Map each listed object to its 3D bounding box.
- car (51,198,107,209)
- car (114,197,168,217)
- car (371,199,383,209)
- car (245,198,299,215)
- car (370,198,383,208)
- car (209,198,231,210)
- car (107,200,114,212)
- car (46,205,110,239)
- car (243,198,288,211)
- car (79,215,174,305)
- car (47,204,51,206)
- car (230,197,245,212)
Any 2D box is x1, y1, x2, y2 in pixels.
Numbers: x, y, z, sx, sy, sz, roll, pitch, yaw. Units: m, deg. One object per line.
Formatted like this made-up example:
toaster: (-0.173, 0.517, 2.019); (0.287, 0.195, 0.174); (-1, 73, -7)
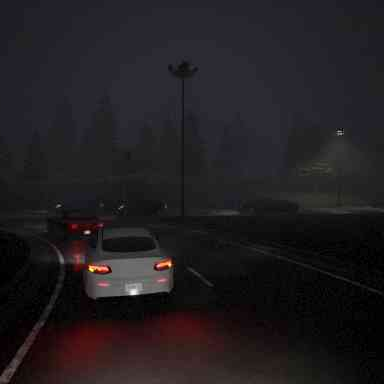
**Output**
car: (-10.879, 1.352, 32.304); (4.553, 1.767, 2.097); (0, 0, -14)
car: (-4.555, 1.351, 30.239); (4.553, 1.767, 2.097); (0, 0, -14)
car: (26.645, 1.526, 45.011); (4.674, 1.442, 1.812); (0, 0, -14)
car: (8.305, 1.491, 33.366); (4.902, 1.511, 2.128); (0, 0, -14)
car: (29.425, 1.547, 49.286); (5.357, 1.411, 2.033); (0, 0, -13)
car: (4.714, 1.478, 43.299); (5.008, 1.535, 1.882); (0, 0, -14)
car: (-8.490, 1.564, 36.486); (4.181, 1.385, 1.994); (0, 0, -14)
car: (-6.180, 1.601, 17.414); (1.895, 1.301, 4.718); (0, 0, -35)
car: (8.955, 1.478, 40.728); (5.008, 1.535, 1.882); (0, 0, -14)
car: (-1.664, 1.526, 8.124); (1.812, 1.442, 4.674); (0, 0, -16)
car: (-14.639, 1.564, 38.594); (4.181, 1.385, 1.994); (0, 0, -14)
car: (7.146, 1.505, 36.686); (4.892, 1.490, 1.837); (0, 0, -14)
